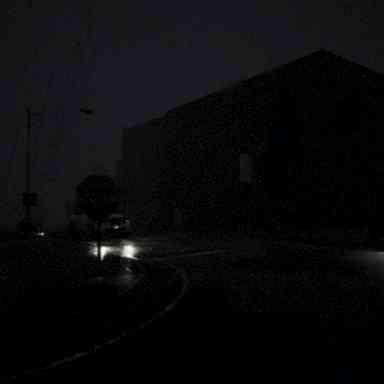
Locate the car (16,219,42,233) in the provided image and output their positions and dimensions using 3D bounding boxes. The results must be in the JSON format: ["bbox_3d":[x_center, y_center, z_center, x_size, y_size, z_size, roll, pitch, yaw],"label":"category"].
[{"bbox_3d":[-17.920,3.659,36.527,1.882,1.535,5.008,1,-6,-37],"label":"car"}]

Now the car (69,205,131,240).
[{"bbox_3d":[-5.766,1.729,20.293,2.150,2.045,5.566,1,-4,-37],"label":"car"}]
